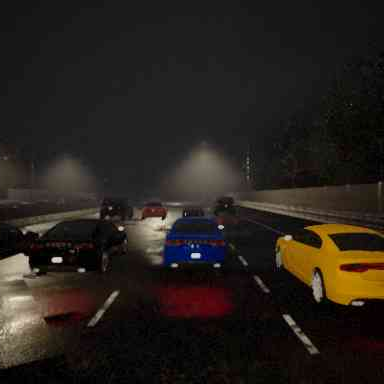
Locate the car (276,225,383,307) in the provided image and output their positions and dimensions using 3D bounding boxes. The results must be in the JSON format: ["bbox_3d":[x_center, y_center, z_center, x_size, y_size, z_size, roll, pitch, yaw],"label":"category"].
[{"bbox_3d":[3.506,1.550,8.249,1.882,1.535,5.008,0,-1,0],"label":"car"}]

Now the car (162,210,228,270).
[{"bbox_3d":[0.103,1.586,11.444,1.882,1.535,5.008,0,-1,0],"label":"car"}]

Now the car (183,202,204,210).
[{"bbox_3d":[0.105,1.889,30.121,1.895,1.301,4.718,0,-1,0],"label":"car"}]

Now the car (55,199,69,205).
[{"bbox_3d":[-27.994,2.223,71.971,1.994,1.385,4.181,0,-1,0],"label":"car"}]

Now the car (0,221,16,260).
[{"bbox_3d":[-6.902,1.650,10.836,2.033,1.411,5.357,0,-1,0],"label":"car"}]

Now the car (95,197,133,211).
[{"bbox_3d":[-6.898,1.516,30.826,2.150,2.045,5.566,0,-1,0],"label":"car"}]

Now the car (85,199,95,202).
[{"bbox_3d":[-20.994,2.223,71.970,1.994,1.385,4.181,0,-1,0],"label":"car"}]

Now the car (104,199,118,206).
[{"bbox_3d":[-17.494,2.195,71.970,1.812,1.442,4.674,0,-1,0],"label":"car"}]

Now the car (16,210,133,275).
[{"bbox_3d":[-3.396,1.580,10.842,1.882,1.535,5.008,0,-1,0],"label":"car"}]

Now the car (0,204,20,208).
[{"bbox_3d":[-17.594,1.846,31.337,2.033,1.411,5.357,0,-1,0],"label":"car"}]

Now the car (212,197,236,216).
[{"bbox_3d":[3.504,1.556,36.929,2.150,2.045,5.566,0,-1,0],"label":"car"}]

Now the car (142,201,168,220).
[{"bbox_3d":[-3.398,1.650,31.237,2.097,1.767,4.553,0,-1,0],"label":"car"}]

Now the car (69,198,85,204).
[{"bbox_3d":[-24.494,2.170,72.388,1.837,1.490,4.892,0,-1,0],"label":"car"}]
